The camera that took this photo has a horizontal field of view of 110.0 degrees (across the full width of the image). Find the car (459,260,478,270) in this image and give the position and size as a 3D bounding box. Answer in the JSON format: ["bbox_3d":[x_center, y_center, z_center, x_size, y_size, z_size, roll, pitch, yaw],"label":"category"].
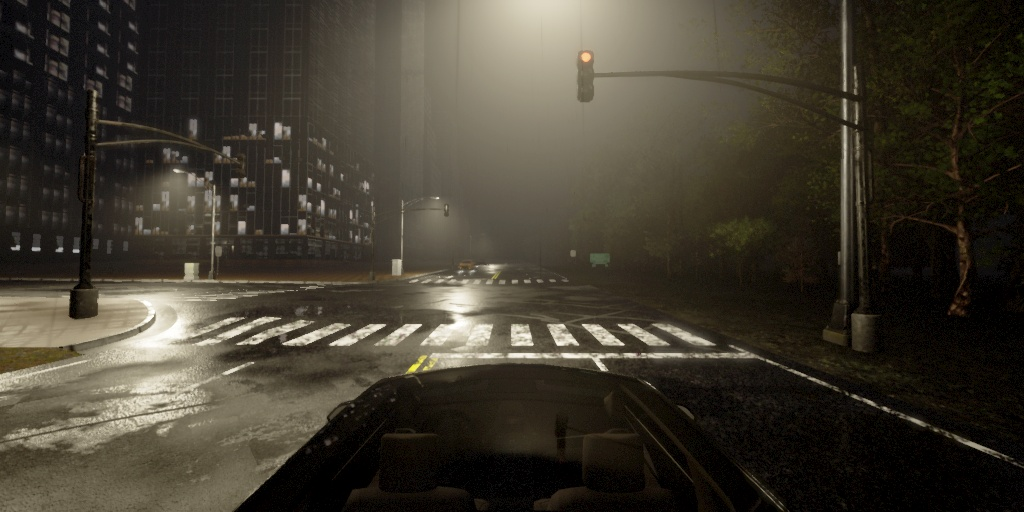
[{"bbox_3d":[-6.506,1.304,52.084,1.882,1.535,5.008,0,1,0],"label":"car"}]
